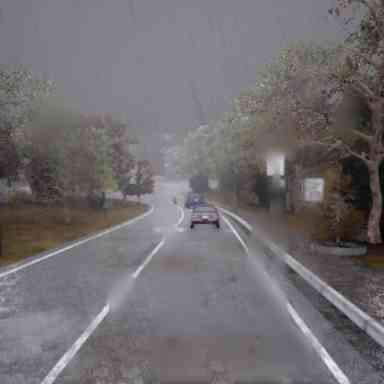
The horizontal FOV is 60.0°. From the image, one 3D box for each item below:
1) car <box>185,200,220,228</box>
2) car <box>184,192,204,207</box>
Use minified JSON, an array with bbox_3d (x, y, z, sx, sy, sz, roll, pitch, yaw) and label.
[{"bbox_3d":[0.836,1.498,21.885,2.033,1.411,5.357,0,0,2],"label":"car"},{"bbox_3d":[0.234,1.059,42.864,2.150,2.045,5.566,0,1,-6],"label":"car"}]
